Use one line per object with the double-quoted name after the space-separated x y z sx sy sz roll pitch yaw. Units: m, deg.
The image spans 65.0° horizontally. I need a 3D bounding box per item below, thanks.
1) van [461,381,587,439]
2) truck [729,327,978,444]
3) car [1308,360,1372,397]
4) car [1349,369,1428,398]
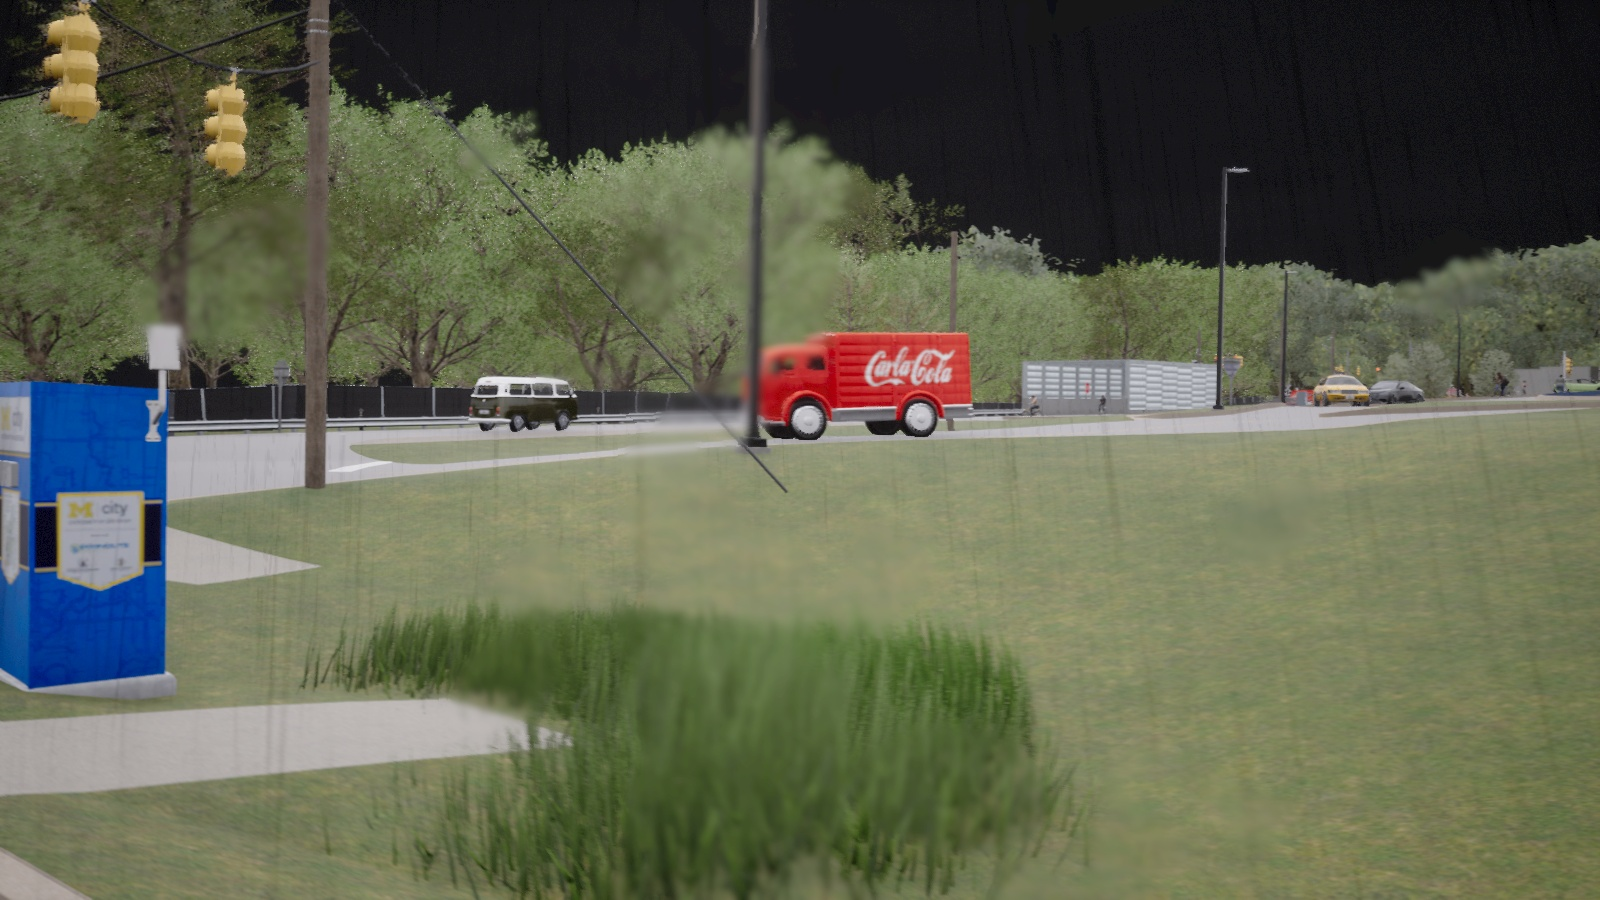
-10.329 -1.537 47.311 2.069 2.038 4.480 1 3 30 "van"
1.236 -1.532 29.763 5.204 2.467 2.627 -3 2 -18 "truck"
23.886 -3.126 55.716 1.801 1.575 5.366 1 2 15 "car"
30.888 -3.486 65.867 4.674 1.442 1.812 -2 2 -38 "car"
